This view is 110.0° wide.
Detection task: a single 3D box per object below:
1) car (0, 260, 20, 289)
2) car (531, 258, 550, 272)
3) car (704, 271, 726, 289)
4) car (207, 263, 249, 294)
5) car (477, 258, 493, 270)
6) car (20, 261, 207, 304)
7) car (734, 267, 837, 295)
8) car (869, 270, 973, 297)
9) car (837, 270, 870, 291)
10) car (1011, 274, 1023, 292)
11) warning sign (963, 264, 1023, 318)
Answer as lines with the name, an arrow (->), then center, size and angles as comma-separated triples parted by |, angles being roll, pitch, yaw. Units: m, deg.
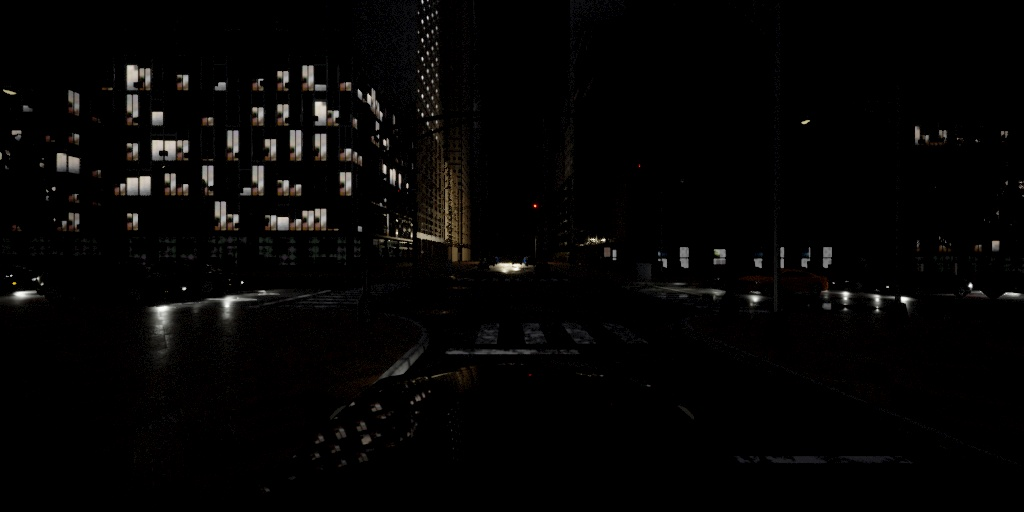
car -> -24.565, 0.888, 16.879 | 4.181, 1.385, 1.994 | 1, 0, -3
car -> 3.873, 1.329, 46.646 | 1.948, 1.339, 4.313 | 0, 0, 0
car -> 16.320, 1.546, 25.529 | 5.008, 1.535, 1.882 | 1, 0, -3
car -> -15.525, 0.995, 17.306 | 4.892, 1.490, 1.837 | 1, 0, -3
car -> -4.087, 1.342, 52.129 | 1.802, 1.307, 4.207 | 0, 0, 0
car -> -15.373, 0.998, 14.059 | 4.892, 1.490, 1.837 | 1, 0, -3
car -> 16.729, 1.554, 22.295 | 5.008, 1.535, 1.882 | 1, 0, -3
car -> 26.129, 1.750, 22.743 | 4.892, 1.490, 1.837 | 1, 0, -3
car -> 25.617, 1.740, 25.971 | 4.892, 1.490, 1.837 | 1, 0, -3
car -> 38.143, 2.023, 26.552 | 4.181, 1.385, 1.994 | 1, 0, -2
warning sign -> 17.261, 1.204, 12.860 | 1.060, 1.860, 1.300 | 0, 0, -3
